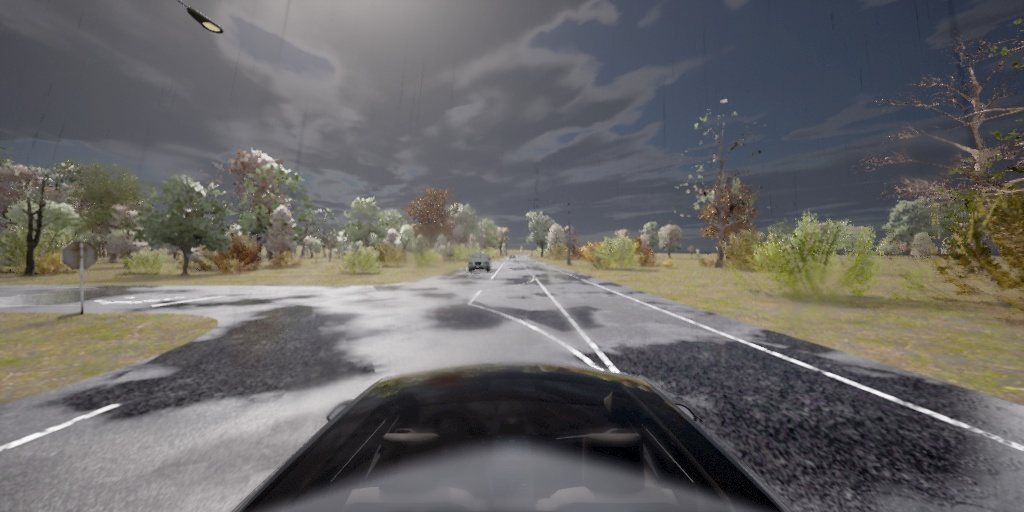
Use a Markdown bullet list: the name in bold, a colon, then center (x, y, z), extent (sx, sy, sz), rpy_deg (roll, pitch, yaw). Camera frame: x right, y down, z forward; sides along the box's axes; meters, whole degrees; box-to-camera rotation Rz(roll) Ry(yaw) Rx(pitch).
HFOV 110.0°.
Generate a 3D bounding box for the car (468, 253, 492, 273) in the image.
- **car**: center (-3.361, 0.687, 38.273), extent (2.150, 2.045, 5.566), rpy_deg (0, 0, 0)
